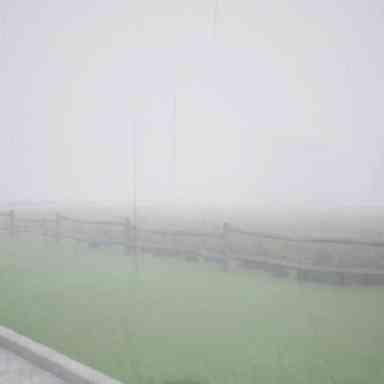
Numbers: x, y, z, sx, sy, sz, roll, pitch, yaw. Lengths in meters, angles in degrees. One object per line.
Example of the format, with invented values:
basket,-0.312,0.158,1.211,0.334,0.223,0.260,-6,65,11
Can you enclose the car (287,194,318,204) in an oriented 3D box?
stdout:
car,17.773,1.249,53.387,4.605,1.855,1.932,0,0,35
